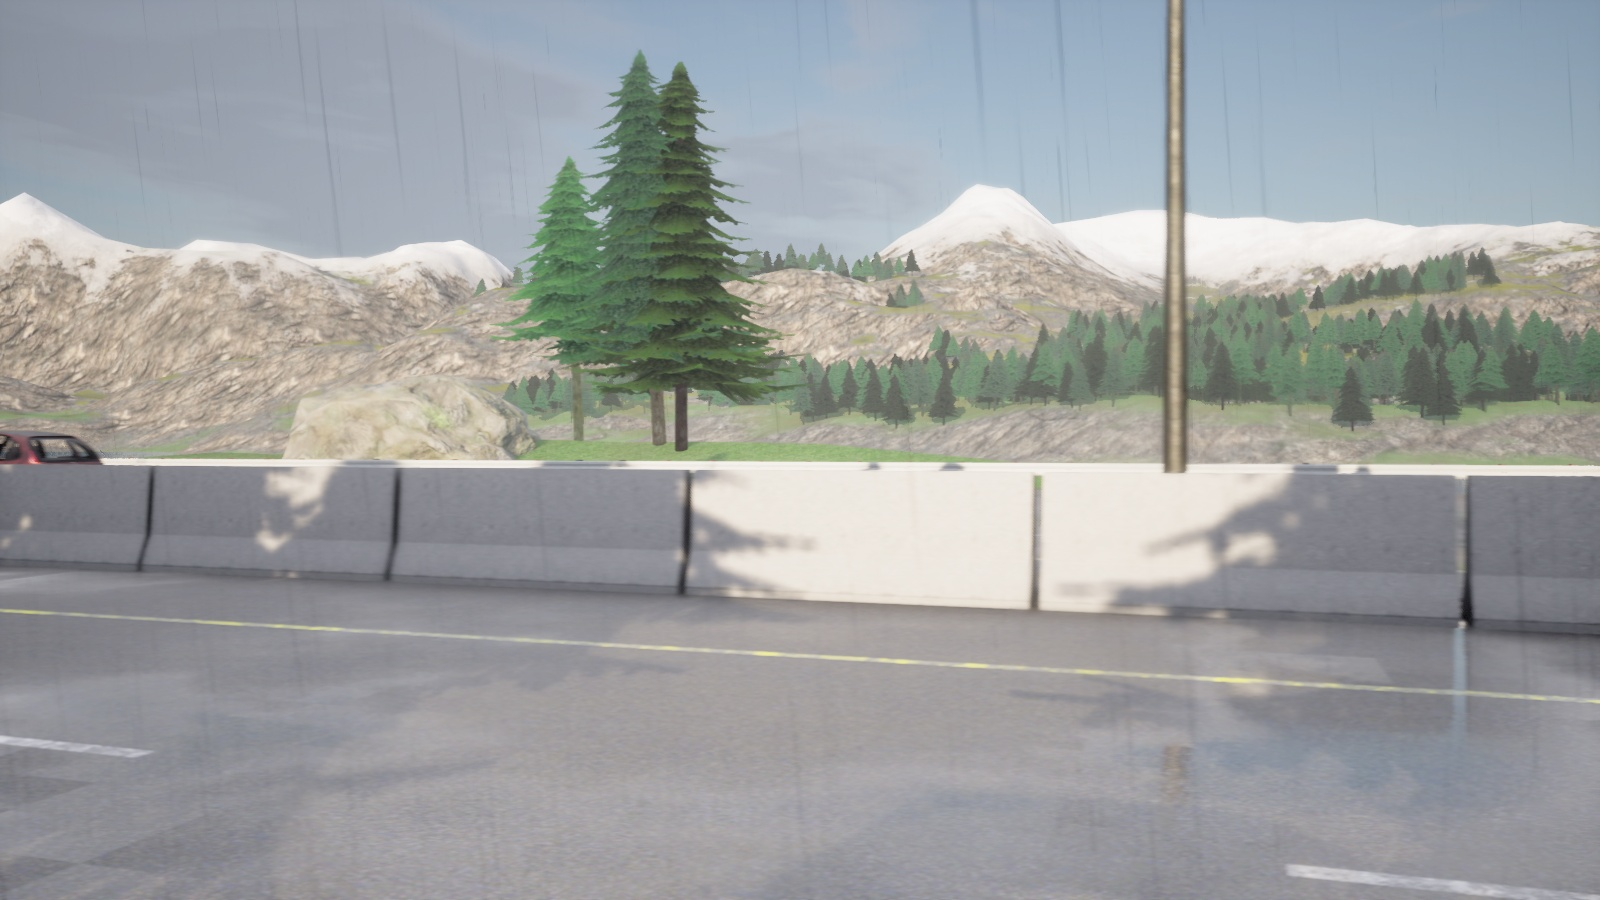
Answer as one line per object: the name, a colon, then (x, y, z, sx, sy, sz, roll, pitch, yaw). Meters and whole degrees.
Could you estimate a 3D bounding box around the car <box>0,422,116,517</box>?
car: (-14.812, 0.302, 22.947, 3.988, 1.617, 1.851, 1, 1, 19)
